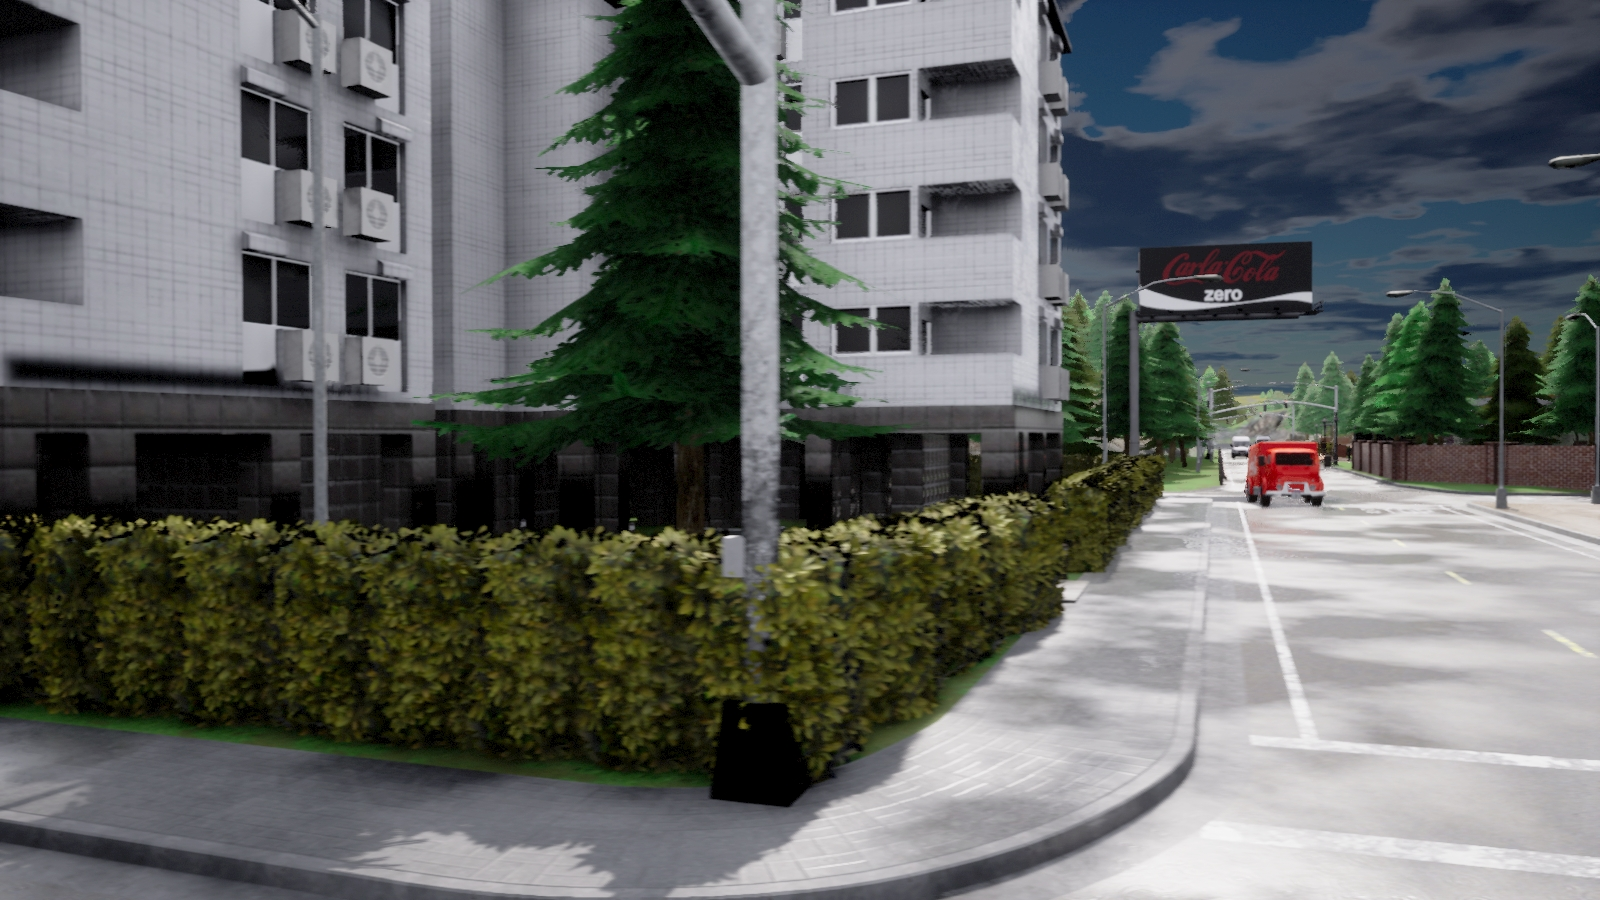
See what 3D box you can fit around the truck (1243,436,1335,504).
[{"bbox_3d":[18.979,0.809,44.638,2.627,2.467,5.204,0,-2,15],"label":"truck"}]
